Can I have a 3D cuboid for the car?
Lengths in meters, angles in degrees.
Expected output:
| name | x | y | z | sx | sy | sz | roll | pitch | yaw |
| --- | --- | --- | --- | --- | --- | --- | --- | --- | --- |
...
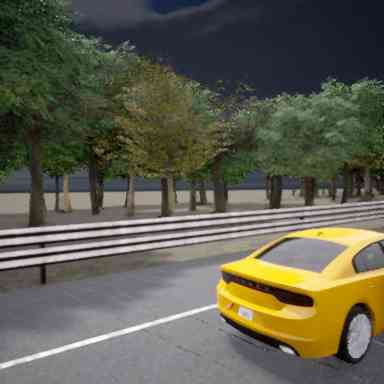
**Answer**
| name | x | y | z | sx | sy | sz | roll | pitch | yaw |
| --- | --- | --- | --- | --- | --- | --- | --- | --- | --- |
| car | 2.725 | 1.366 | 5.751 | 5.008 | 1.535 | 1.882 | -2 | 1 | -35 |
